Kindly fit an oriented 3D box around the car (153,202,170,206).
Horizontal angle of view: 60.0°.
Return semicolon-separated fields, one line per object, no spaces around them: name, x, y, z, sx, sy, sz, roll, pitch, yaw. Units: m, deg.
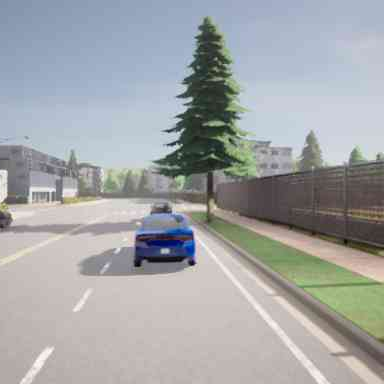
car;-2.575;1.569;28.092;1.812;1.442;4.674;0;0;-6

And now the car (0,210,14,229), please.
car;-12.447;1.636;19.553;2.033;1.411;5.357;0;0;-6

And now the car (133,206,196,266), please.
car;-0.964;1.495;11.742;1.882;1.535;5.008;0;0;-5
